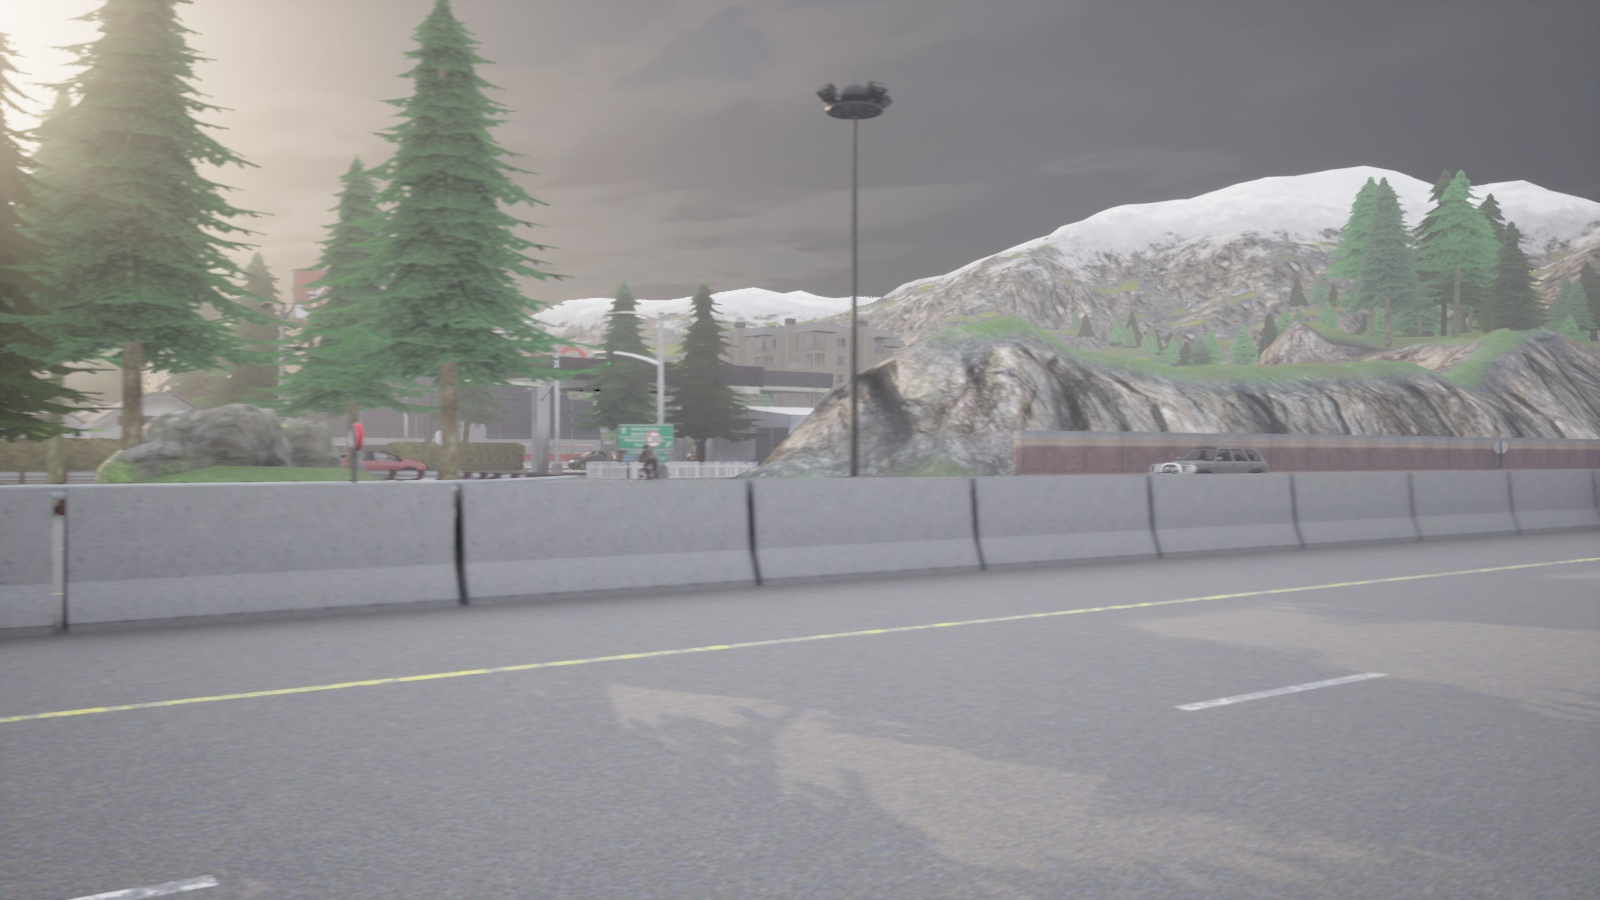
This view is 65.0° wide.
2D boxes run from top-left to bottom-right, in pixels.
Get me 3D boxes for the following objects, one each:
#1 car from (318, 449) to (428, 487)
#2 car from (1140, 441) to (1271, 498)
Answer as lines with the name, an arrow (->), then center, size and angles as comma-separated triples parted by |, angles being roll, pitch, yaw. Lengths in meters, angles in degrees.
car -> -18.963, 0.779, 55.985 | 4.514, 1.525, 2.007 | -2, 0, -17
car -> 13.995, 0.640, 43.250 | 4.605, 1.855, 1.932 | 0, 0, -35
